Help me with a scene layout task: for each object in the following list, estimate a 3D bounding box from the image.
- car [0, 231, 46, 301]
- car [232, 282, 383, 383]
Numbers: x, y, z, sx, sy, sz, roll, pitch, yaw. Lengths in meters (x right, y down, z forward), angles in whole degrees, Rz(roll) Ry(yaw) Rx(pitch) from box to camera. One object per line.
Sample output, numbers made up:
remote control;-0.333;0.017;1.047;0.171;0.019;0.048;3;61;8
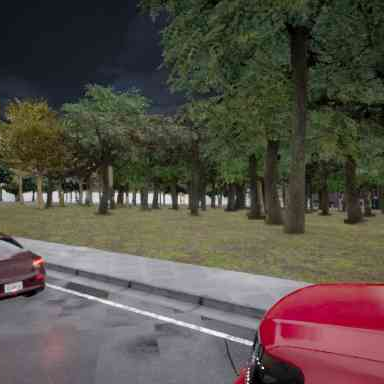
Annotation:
car;-5.036;1.524;7.258;4.674;1.442;1.812;0;0;36
car;2.923;1.222;1.601;5.566;2.045;2.150;0;0;35
